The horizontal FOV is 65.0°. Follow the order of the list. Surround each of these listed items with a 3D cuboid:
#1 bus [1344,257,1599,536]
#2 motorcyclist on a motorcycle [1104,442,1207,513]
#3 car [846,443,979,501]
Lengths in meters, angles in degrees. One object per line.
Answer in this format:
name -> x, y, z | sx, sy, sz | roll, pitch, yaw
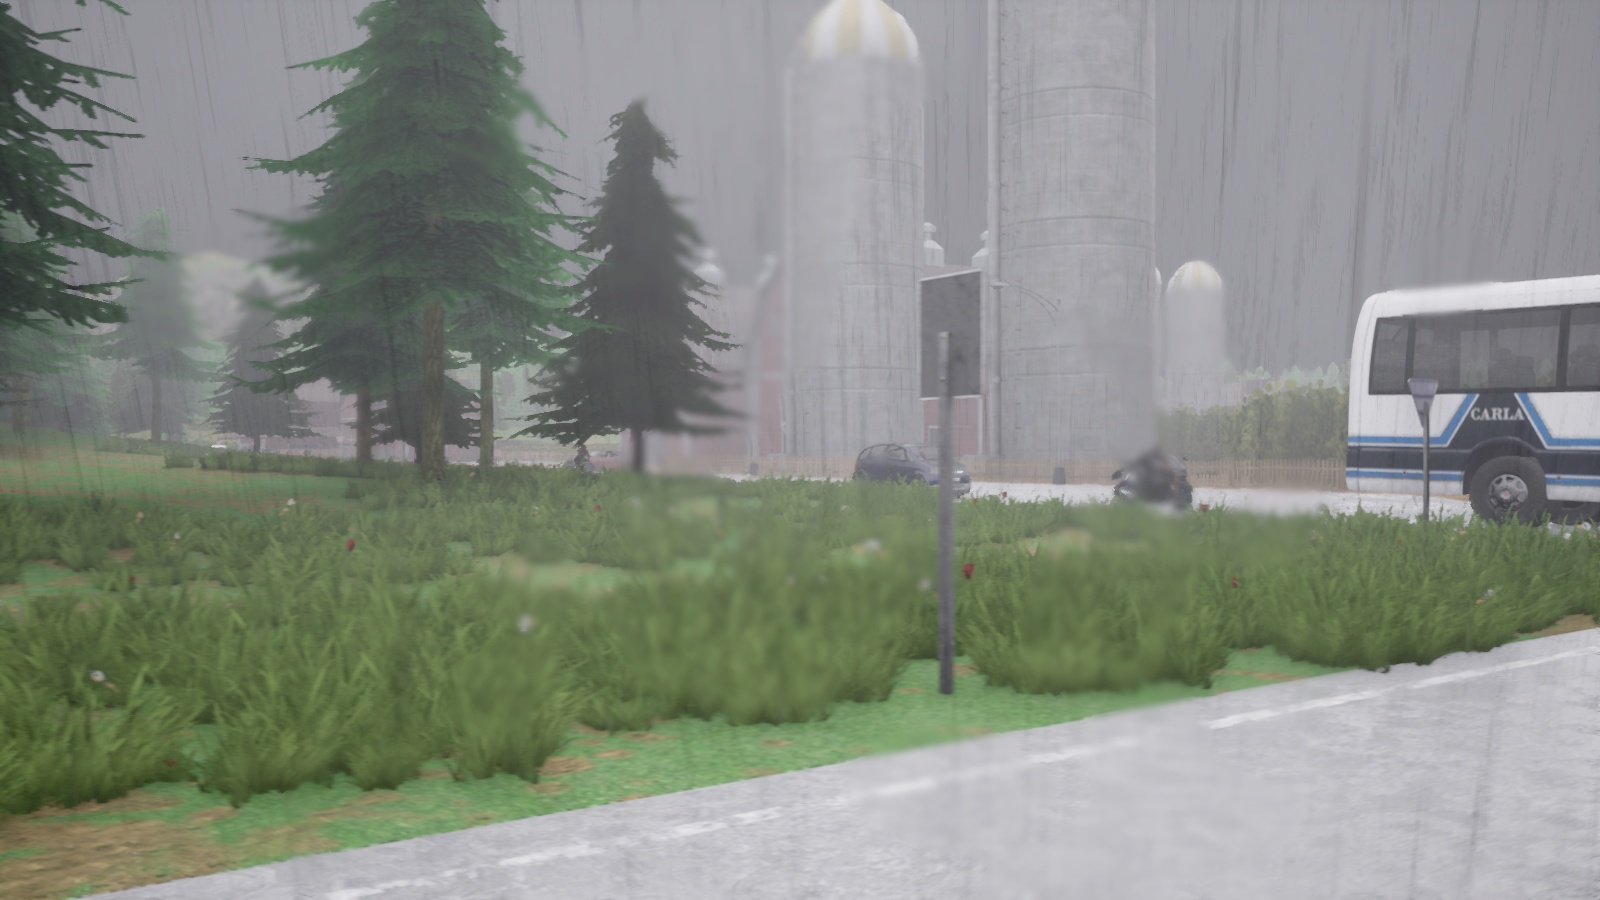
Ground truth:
bus -> 14.390, -0.794, 19.518 | 3.944, 4.253, 10.273 | 0, 1, -35
motorcyclist on a motorcycle -> 7.983, 0.605, 28.292 | 0.866, 1.530, 2.191 | 0, 0, -34
car -> 3.115, 0.570, 35.428 | 1.789, 1.549, 3.705 | 0, 1, -34
